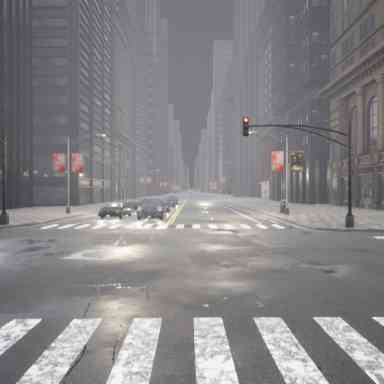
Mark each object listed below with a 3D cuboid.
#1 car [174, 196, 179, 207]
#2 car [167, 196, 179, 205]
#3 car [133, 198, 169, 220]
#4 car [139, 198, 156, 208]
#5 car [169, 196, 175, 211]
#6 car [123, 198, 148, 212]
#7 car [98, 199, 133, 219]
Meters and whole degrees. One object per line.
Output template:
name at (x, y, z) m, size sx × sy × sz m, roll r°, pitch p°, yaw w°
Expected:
car at (-3.339, 1.529, 47.464) m, size 1.994 × 1.385 × 4.181 m, roll 0°, pitch 0°, yaw 0°
car at (-3.297, 1.454, 57.838) m, size 1.837 × 1.490 × 4.892 m, roll 0°, pitch 0°, yaw 0°
car at (-3.338, 1.336, 28.091) m, size 2.097 × 1.767 × 4.553 m, roll 0°, pitch 0°, yaw 0°
car at (-6.585, 1.563, 49.532) m, size 1.895 × 1.301 × 4.718 m, roll 0°, pitch 0°, yaw 0°
car at (-3.336, 1.523, 37.565) m, size 2.033 × 1.411 × 5.357 m, roll 0°, pitch 0°, yaw 0°
car at (-6.584, 1.521, 39.446) m, size 2.033 × 1.411 × 5.357 m, roll 0°, pitch 0°, yaw 0°
car at (-6.563, 1.531, 29.348) m, size 2.033 × 1.411 × 5.357 m, roll 0°, pitch 0°, yaw 4°
